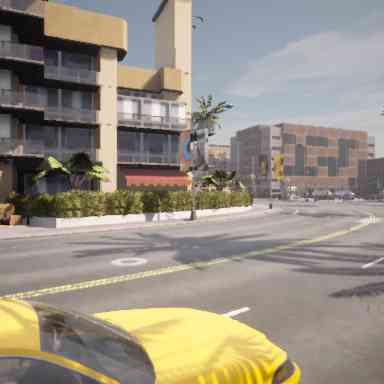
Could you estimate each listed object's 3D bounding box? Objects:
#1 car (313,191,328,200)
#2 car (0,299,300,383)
[{"bbox_3d":[34.339,1.199,86.109,2.185,1.767,4.553,0,0,-24],"label":"car"},{"bbox_3d":[-1.477,1.448,2.226,5.366,1.575,1.801,0,0,-35],"label":"car"}]
